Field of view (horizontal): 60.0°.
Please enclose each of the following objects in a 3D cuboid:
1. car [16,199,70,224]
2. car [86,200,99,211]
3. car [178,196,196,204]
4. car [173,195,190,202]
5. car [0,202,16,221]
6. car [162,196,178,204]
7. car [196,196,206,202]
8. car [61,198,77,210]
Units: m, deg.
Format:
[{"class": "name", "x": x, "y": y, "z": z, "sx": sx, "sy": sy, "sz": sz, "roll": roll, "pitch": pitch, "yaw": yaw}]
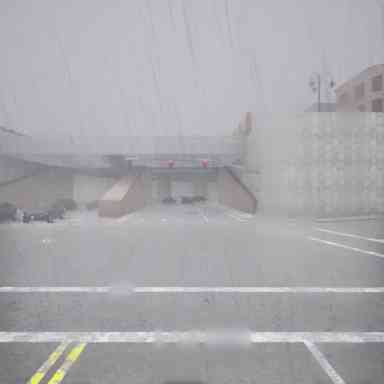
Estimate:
[{"class": "car", "x": -10.941, "y": 1.505, "z": 24.820, "sx": 1.837, "sy": 1.490, "sz": 4.892, "roll": 0, "pitch": 0, "yaw": -4}, {"class": "car", "x": -11.511, "y": 1.600, "z": 40.950, "sx": 1.895, "sy": 1.301, "sz": 4.718, "roll": 0, "pitch": 0, "yaw": -1}, {"class": "car", "x": -0.983, "y": 1.547, "z": 64.811, "sx": 2.033, "sy": 1.411, "sz": 5.357, "roll": 0, "pitch": 0, "yaw": 4}, {"class": "car", "x": -2.338, "y": 1.524, "z": 74.669, "sx": 1.812, "sy": 1.442, "sz": 4.674, "roll": 0, "pitch": 0, "yaw": 24}, {"class": "car", "x": -14.398, "y": 1.505, "z": 24.332, "sx": 1.837, "sy": 1.490, "sz": 4.892, "roll": 0, "pitch": 0, "yaw": -5}, {"class": "car", "x": -4.513, "y": 1.547, "z": 64.312, "sx": 2.033, "sy": 1.411, "sz": 5.357, "roll": 0, "pitch": 0, "yaw": 5}, {"class": "car", "x": 1.530, "y": 1.524, "z": 74.797, "sx": 1.812, "sy": 1.442, "sz": 4.674, "roll": 0, "pitch": 0, "yaw": 28}, {"class": "car", "x": -14.958, "y": 1.478, "z": 38.885, "sx": 1.882, "sy": 1.535, "sz": 5.008, "roll": 0, "pitch": 1, "yaw": -1}]
